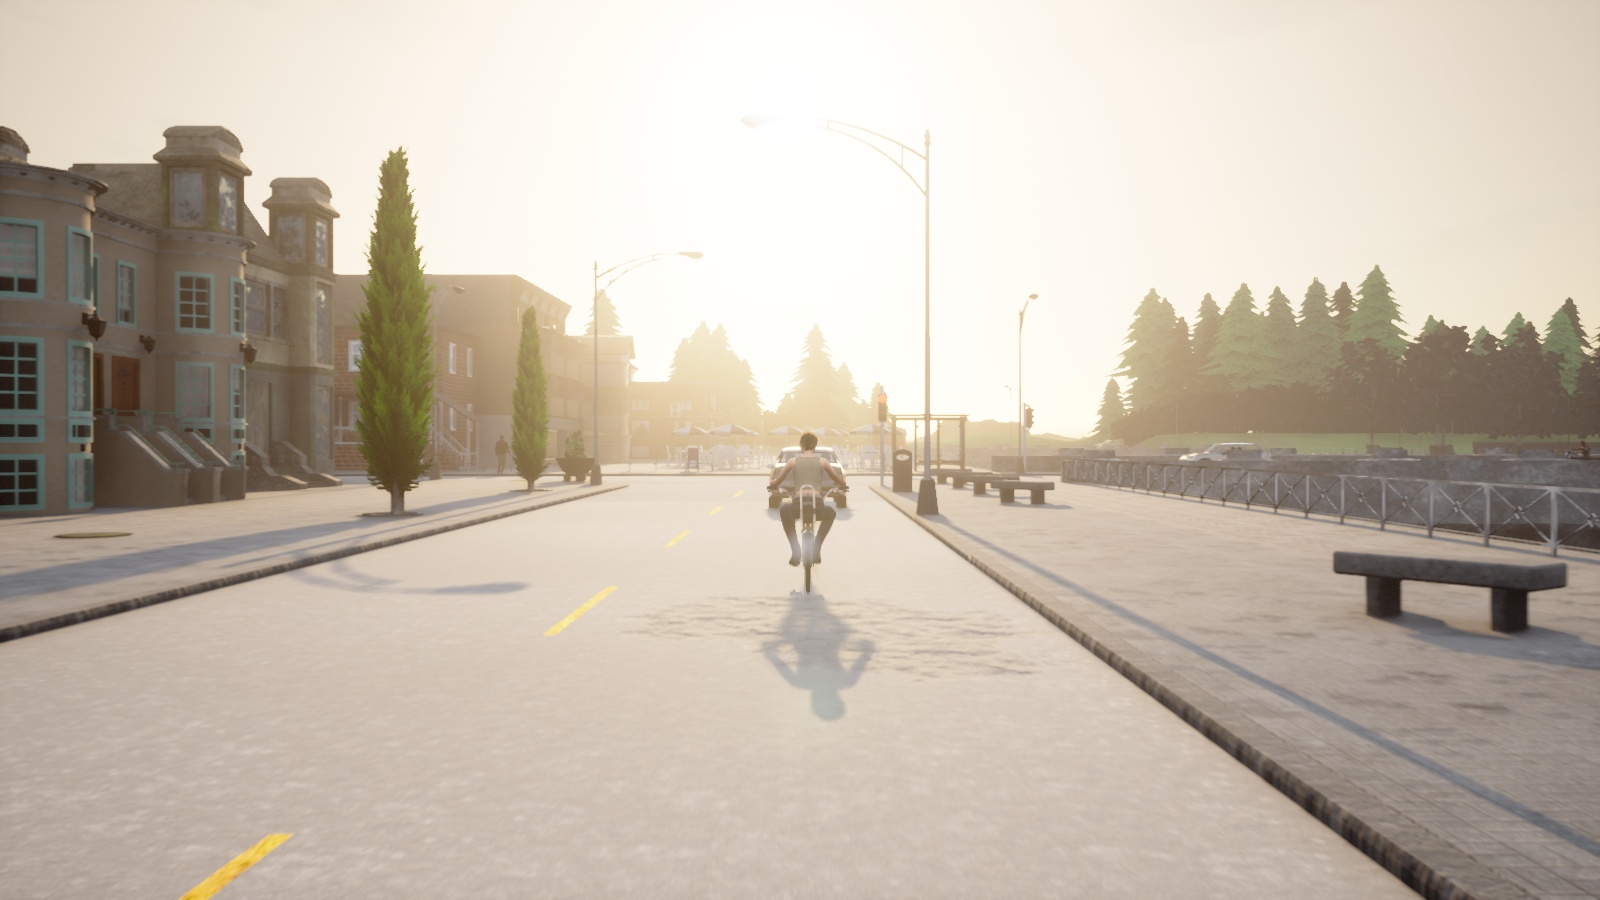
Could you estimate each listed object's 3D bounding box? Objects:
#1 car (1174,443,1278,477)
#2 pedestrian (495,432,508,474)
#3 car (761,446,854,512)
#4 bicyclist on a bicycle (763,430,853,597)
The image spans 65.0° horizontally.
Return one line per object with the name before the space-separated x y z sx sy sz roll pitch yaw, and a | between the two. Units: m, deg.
car | 18.373 0.421 54.299 3.806 1.475 1.970 0 0 0
pedestrian | -13.350 0.137 56.160 0.431 1.840 0.703 0 0 -25
car | 0.181 0.625 30.086 2.033 1.411 5.357 0 0 0
bicyclist on a bicycle | 0.082 0.610 12.878 0.866 1.612 1.509 0 0 1
